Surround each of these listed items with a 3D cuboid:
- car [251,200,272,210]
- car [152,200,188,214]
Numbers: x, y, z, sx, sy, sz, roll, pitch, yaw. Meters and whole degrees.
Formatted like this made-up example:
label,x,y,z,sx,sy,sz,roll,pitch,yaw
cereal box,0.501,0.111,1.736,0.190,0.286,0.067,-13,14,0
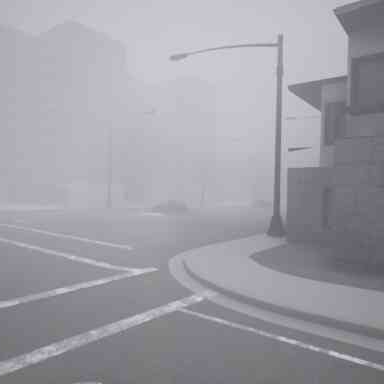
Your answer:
label,x,y,z,sx,sy,sz,roll,pitch,yaw
car,11.226,1.990,53.323,1.837,1.490,4.892,2,0,37
car,-2.301,1.563,35.308,1.994,1.385,4.181,2,0,37
